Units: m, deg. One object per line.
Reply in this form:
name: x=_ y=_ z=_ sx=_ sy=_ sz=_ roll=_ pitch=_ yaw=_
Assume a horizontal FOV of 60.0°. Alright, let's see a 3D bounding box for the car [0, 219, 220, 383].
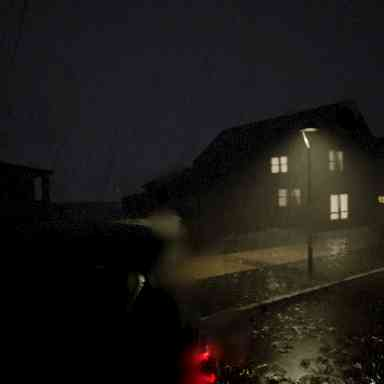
car: x=-2.391 y=1.224 z=1.367 sx=5.566 sy=2.045 sz=2.150 roll=0 pitch=0 yaw=-35
